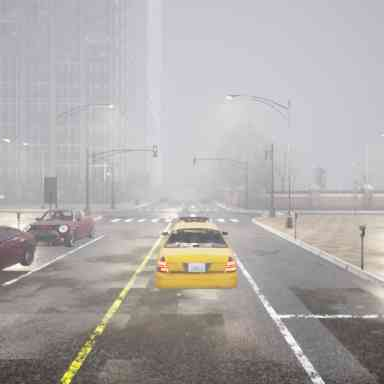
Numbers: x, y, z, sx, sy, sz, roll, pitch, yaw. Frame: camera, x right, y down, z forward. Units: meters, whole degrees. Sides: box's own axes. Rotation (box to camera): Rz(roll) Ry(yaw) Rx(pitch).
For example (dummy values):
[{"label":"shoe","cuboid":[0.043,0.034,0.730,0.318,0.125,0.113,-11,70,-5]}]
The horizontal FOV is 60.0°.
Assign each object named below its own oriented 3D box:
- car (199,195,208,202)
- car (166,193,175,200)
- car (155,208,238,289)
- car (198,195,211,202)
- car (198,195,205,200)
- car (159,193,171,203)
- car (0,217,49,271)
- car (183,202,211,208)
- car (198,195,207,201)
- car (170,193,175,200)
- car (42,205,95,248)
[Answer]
[{"label":"car","cuboid":[2.609,1.454,74.720,1.887,1.381,4.507,0,0,0]},{"label":"car","cuboid":[-5.933,1.181,91.337,2.192,1.841,5.009,0,0,0]},{"label":"car","cuboid":[0.089,1.454,9.081,1.801,1.575,5.366,0,0,0]},{"label":"car","cuboid":[2.682,1.492,63.605,1.947,1.339,4.313,0,0,0]},{"label":"car","cuboid":[2.592,1.411,91.402,1.887,1.381,4.507,0,0,0]},{"label":"car","cuboid":[-5.911,1.485,69.095,1.947,1.339,4.313,0,0,0]},{"label":"car","cuboid":[-5.700,1.579,8.879,1.802,1.307,4.206,0,0,0]},{"label":"car","cuboid":[0.095,1.535,19.344,2.033,1.411,5.357,0,0,0]},{"label":"car","cuboid":[2.603,1.448,80.280,2.008,1.369,4.403,0,0,0]},{"label":"car","cuboid":[-5.928,1.323,85.779,1.967,1.590,4.097,0,0,0]},{"label":"car","cuboid":[-5.706,1.433,14.572,1.967,1.590,4.097,0,0,0]}]
